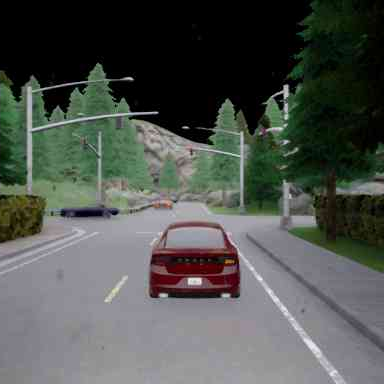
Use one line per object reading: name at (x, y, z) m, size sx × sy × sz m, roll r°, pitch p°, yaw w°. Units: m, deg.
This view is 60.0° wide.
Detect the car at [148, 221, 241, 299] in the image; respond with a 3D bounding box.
car at (0.068, 1.478, 8.538) m, size 1.882 × 1.535 × 5.008 m, roll 0°, pitch 0°, yaw 0°

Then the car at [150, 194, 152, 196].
car at (-11.003, 1.355, 79.677) m, size 4.553 × 1.767 × 2.097 m, roll 0°, pitch 0°, yaw 24°

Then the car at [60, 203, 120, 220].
car at (-8.523, 1.590, 27.921) m, size 4.718 × 1.301 × 1.895 m, roll 0°, pitch 0°, yaw -14°

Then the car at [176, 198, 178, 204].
car at (-3.817, 1.477, 63.287) m, size 1.882 × 1.535 × 5.008 m, roll 0°, pitch 0°, yaw -9°

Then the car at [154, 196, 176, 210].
car at (-3.589, 1.355, 42.649) m, size 2.097 × 1.767 × 4.553 m, roll 0°, pitch 0°, yaw 0°
